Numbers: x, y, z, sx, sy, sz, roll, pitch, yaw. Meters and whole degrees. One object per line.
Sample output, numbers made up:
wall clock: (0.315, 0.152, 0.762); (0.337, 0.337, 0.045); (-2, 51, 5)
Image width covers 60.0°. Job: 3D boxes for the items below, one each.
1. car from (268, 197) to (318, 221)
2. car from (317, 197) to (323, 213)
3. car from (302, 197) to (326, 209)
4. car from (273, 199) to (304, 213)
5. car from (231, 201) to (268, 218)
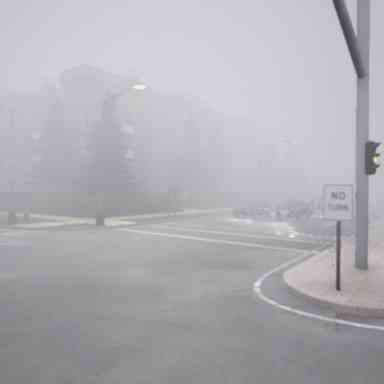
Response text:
car: (8.365, 1.429, 27.209); (2.128, 1.511, 4.902); (0, 0, 35)
car: (13.620, 1.288, 34.689); (2.097, 1.767, 4.553); (0, 0, 35)
car: (16.467, 1.437, 44.820); (1.812, 1.442, 4.674); (0, 0, 35)
car: (10.714, 1.476, 36.636); (1.994, 1.385, 4.181); (0, 0, 35)
car: (5.415, 1.461, 29.083); (2.033, 1.411, 5.357); (0, 0, 35)
